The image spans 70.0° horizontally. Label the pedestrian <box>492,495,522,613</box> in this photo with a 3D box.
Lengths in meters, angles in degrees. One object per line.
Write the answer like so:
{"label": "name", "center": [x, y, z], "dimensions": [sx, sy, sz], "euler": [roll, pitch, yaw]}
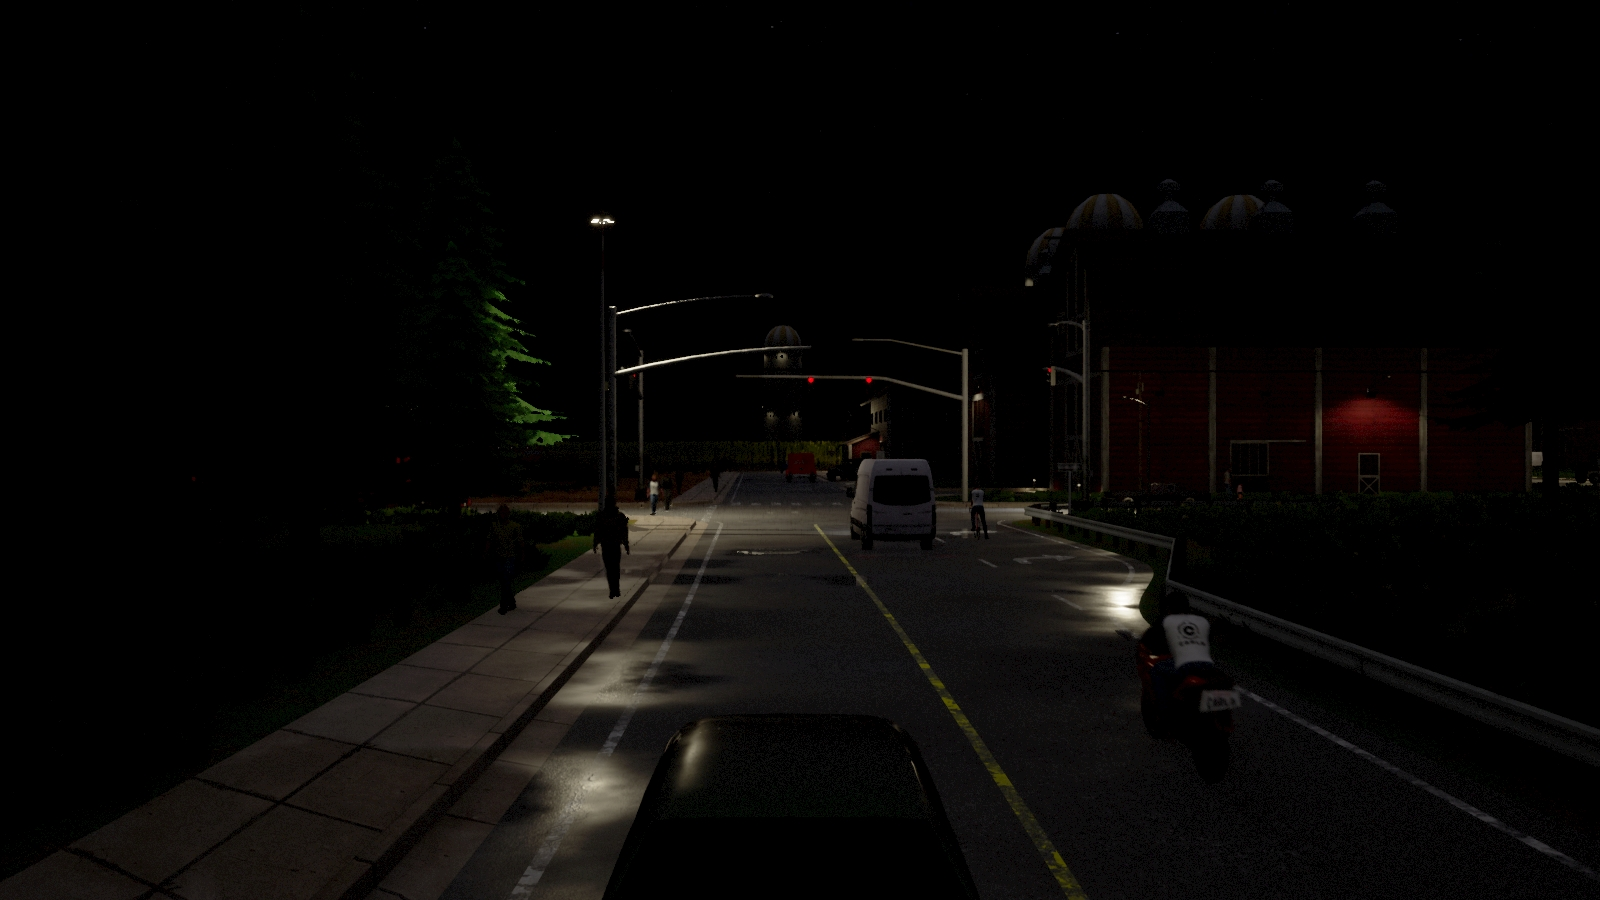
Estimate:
{"label": "pedestrian", "center": [-4.723, 1.670, 18.449], "dimensions": [0.375, 1.860, 0.375], "euler": [0, 0, 3]}

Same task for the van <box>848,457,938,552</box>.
{"label": "van", "center": [2.659, 1.508, 34.092], "dimensions": [1.988, 2.561, 5.915], "euler": [0, 0, -2]}

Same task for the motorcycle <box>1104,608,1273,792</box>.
{"label": "motorcycle", "center": [3.411, 2.159, 10.253], "dimensions": [0.803, 1.199, 2.033], "euler": [0, 0, -1]}

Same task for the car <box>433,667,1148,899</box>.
{"label": "car", "center": [-0.032, 1.973, 4.130], "dimensions": [1.851, 1.617, 3.988], "euler": [0, 0, 0]}

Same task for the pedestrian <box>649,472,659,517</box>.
{"label": "pedestrian", "center": [-6.069, 1.846, 47.471], "dimensions": [0.375, 1.860, 0.375], "euler": [0, 0, -16]}

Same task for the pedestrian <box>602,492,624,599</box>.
{"label": "pedestrian", "center": [-3.281, 1.669, 20.083], "dimensions": [0.375, 1.860, 0.375], "euler": [0, 0, -8]}

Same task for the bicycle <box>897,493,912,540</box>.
{"label": "bicycle", "center": [3.290, 2.079, 36.037], "dimensions": [0.373, 1.396, 1.643], "euler": [0, 0, 3]}
